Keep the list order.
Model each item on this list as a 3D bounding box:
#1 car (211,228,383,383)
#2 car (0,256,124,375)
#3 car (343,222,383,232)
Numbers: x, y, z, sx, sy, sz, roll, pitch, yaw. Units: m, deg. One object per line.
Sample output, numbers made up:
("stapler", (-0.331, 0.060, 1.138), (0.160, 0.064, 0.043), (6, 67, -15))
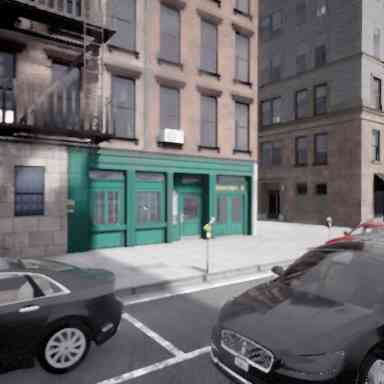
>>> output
("car", (2.489, 1.540, 4.843), (4.892, 1.490, 1.837), (1, 0, -35))
("car", (-3.031, 1.549, 4.028), (4.403, 1.369, 2.008), (1, 0, -35))
("car", (5.945, 1.626, 10.424), (4.507, 1.381, 1.887), (1, 0, -35))
